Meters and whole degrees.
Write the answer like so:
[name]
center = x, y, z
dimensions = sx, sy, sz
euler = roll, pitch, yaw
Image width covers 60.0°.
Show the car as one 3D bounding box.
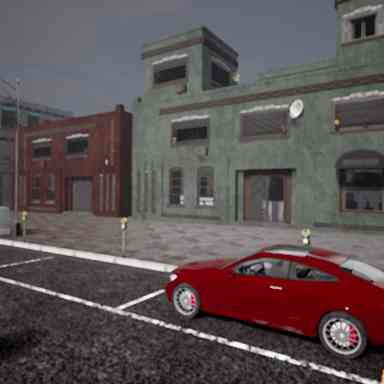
[car]
center = 1.480, 1.581, 5.768
dimensions = 4.206, 1.307, 1.802
euler = 0, 1, 33
